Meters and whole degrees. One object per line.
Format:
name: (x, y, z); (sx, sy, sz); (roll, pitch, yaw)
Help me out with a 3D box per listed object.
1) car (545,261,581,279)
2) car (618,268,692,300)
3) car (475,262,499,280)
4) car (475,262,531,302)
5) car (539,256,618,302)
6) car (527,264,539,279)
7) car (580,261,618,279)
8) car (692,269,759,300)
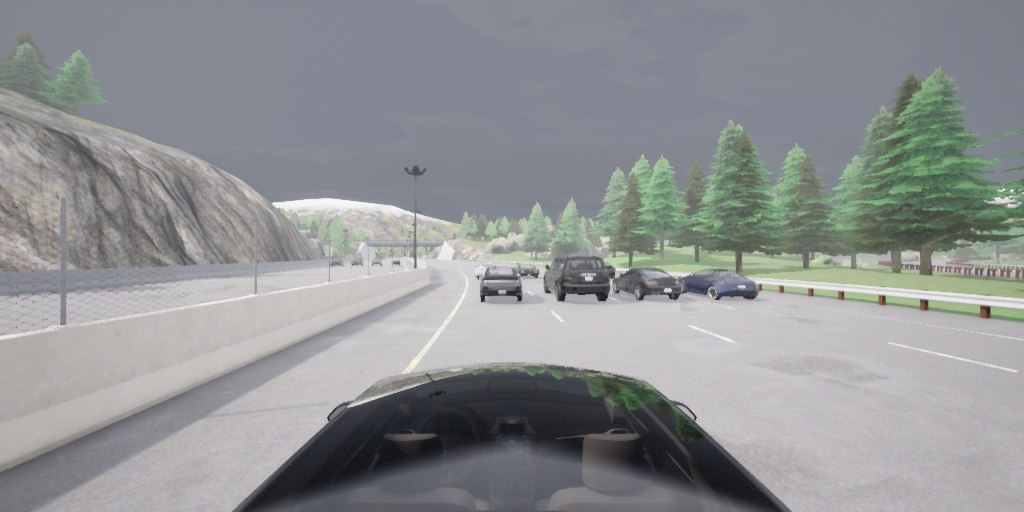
car: (4.603, 1.232, 33.227); (1.882, 1.535, 5.008); (0, 0, -9)
car: (6.400, 1.280, 17.409); (1.812, 1.442, 4.674); (0, 0, -4)
car: (-2.318, 1.280, 32.175); (1.812, 1.442, 4.674); (0, 0, -9)
car: (-0.580, 1.242, 16.881); (2.128, 1.511, 4.902); (0, 0, -4)
car: (2.907, 1.005, 17.175); (2.150, 2.045, 5.566); (0, 0, -4)
car: (1.138, 1.364, 32.731); (1.895, 1.301, 4.718); (0, 0, -9)
car: (8.063, 1.264, 33.753); (1.837, 1.490, 4.892); (0, 0, -9)
car: (9.890, 1.320, 17.673); (1.994, 1.385, 4.181); (0, 0, -4)
